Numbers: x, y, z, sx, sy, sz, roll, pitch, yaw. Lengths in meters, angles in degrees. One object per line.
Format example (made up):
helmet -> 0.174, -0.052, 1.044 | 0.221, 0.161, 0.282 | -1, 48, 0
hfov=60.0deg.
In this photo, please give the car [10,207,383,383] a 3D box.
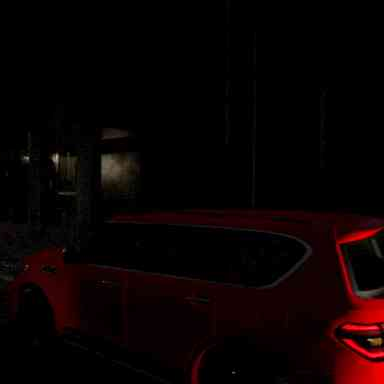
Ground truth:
car -> -0.199, 1.231, 4.506 | 5.566, 2.045, 2.150 | 0, 0, 36
